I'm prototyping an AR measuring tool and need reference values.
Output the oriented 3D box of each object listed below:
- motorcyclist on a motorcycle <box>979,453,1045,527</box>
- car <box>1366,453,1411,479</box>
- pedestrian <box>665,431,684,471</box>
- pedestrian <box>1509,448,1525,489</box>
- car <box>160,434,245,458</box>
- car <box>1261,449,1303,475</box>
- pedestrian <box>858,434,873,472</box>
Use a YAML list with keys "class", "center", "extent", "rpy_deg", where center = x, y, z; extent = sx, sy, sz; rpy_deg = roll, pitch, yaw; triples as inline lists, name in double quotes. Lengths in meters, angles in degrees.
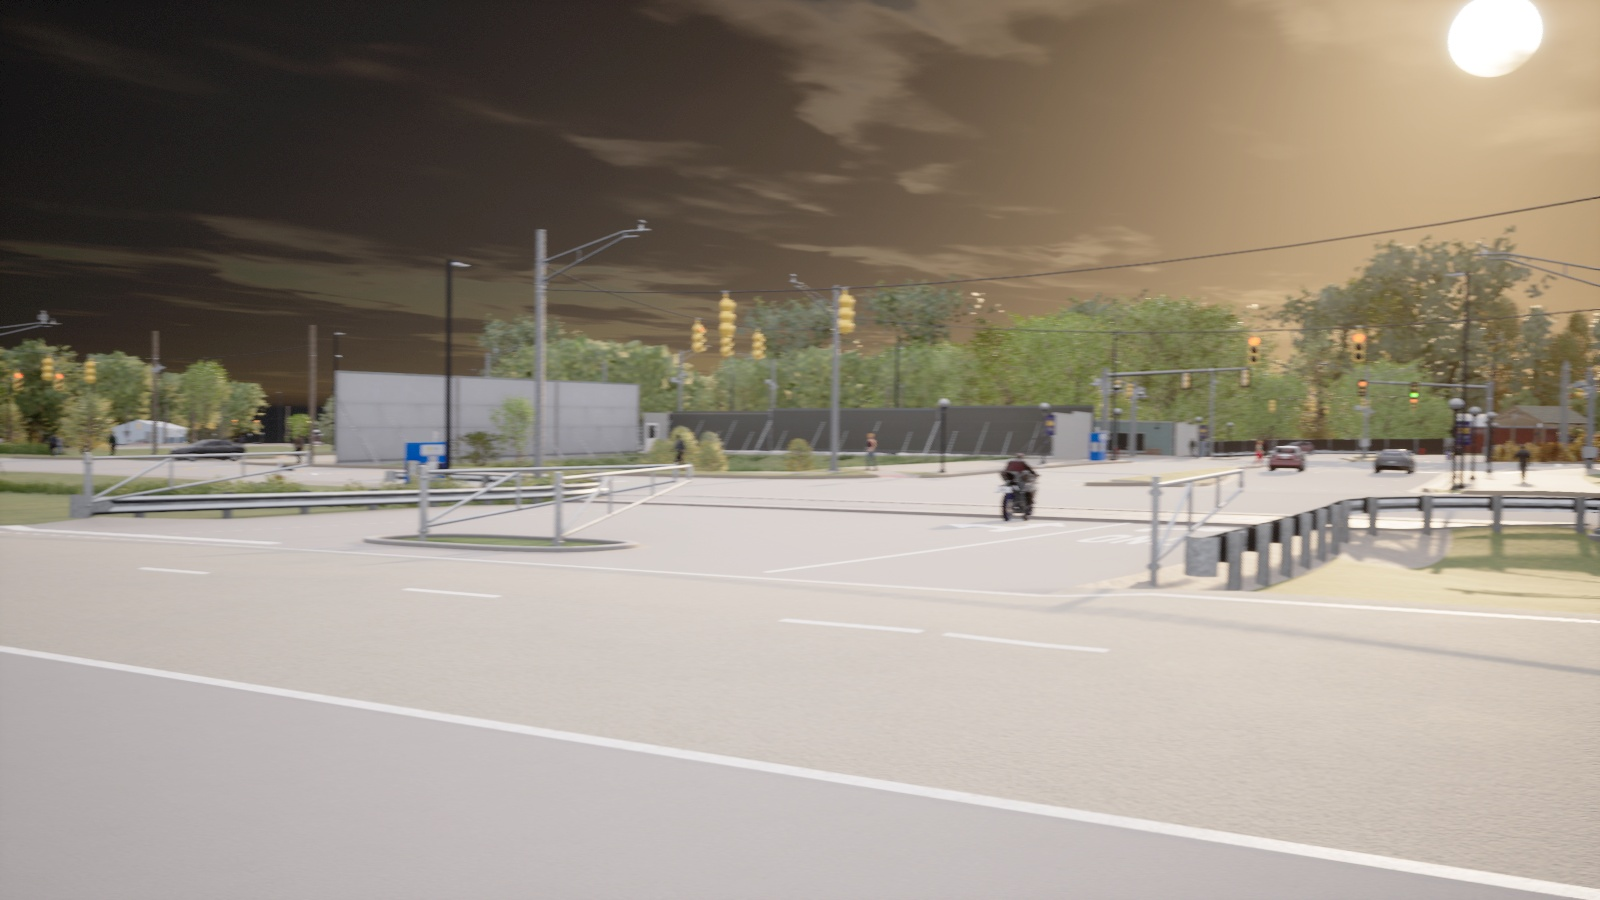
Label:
- class: "motorcyclist on a motorcycle"
  center: [4.895, 0.894, 28.851]
  extent: [0.866, 1.530, 2.191]
  rpy_deg: [1, 3, 28]
- class: "car"
  center: [33.552, 0.894, 71.531]
  extent: [1.994, 1.385, 4.181]
  rpy_deg: [1, 1, 29]
- class: "pedestrian"
  center: [-6.192, 0.060, 62.073]
  extent: [0.788, 1.949, 0.423]
  rpy_deg: [2, 2, 28]
- class: "pedestrian"
  center: [34.171, 0.885, 59.845]
  extent: [0.563, 1.883, 0.849]
  rpy_deg: [2, 2, 26]
- class: "car"
  center: [-40.415, -0.272, 85.050]
  extent: [1.837, 1.490, 4.892]
  rpy_deg: [2, 1, 39]
- class: "car"
  center: [28.601, 0.695, 74.449]
  extent: [1.970, 1.475, 3.806]
  rpy_deg: [2, 1, 26]
- class: "pedestrian"
  center: [3.212, 0.124, 61.156]
  extent: [0.594, 1.836, 0.345]
  rpy_deg: [0, 2, -35]
